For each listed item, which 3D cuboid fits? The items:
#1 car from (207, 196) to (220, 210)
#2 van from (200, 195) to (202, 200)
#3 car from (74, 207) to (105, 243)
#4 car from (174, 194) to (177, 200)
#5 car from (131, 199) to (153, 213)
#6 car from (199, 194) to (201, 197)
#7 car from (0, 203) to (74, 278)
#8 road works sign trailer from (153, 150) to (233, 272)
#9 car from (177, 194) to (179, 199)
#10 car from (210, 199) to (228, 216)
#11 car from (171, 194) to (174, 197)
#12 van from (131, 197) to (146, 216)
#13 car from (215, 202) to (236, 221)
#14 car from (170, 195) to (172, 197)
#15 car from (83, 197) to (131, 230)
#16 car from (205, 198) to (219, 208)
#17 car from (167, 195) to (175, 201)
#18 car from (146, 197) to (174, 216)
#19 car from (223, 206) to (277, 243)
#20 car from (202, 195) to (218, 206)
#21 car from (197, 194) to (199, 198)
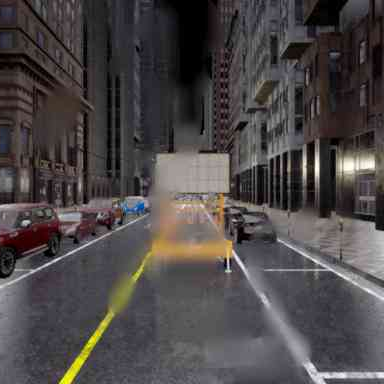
[{"bbox_3d":[2.845,1.449,32.674,1.967,1.590,4.097,0,0,0],"label":"car"},{"bbox_3d":[2.915,1.370,60.685,1.690,1.788,3.998,0,0,0],"label":"van"},{"bbox_3d":[-5.722,1.584,15.876,1.802,1.307,4.206,0,0,0],"label":"car"},{"bbox_3d":[-5.555,1.600,83.097,2.008,1.369,4.403,0,0,0],"label":"car"},{"bbox_3d":[-5.667,1.537,38.113,1.752,1.417,4.829,0,0,0],"label":"car"},{"bbox_3d":[2.942,1.620,71.889,1.802,1.307,4.206,0,0,0],"label":"car"},{"bbox_3d":[-5.735,1.316,10.275,2.192,1.841,5.009,0,0,0],"label":"car"},{"bbox_3d":[0.025,0.465,10.726,2.380,3.560,2.880,0,0,0],"label":"road works sign trailer"},{"bbox_3d":[-5.527,1.605,94.300,1.887,1.381,4.507,0,0,0],"label":"car"},{"bbox_3d":[2.831,1.557,27.072,2.008,1.369,4.403,0,0,0],"label":"car"},{"bbox_3d":[-5.583,1.604,71.894,1.947,1.339,4.313,0,0,0],"label":"car"},{"bbox_3d":[-5.680,1.350,32.681,1.690,1.788,3.998,0,0,0],"label":"van"},{"bbox_3d":[2.817,1.569,21.470,1.947,1.339,4.313,0,0,0],"label":"car"},{"bbox_3d":[-5.597,1.615,66.291,1.802,1.307,4.206,0,0,0],"label":"car"},{"bbox_3d":[-5.707,1.319,21.479,2.192,1.841,5.009,0,0,0],"label":"car"},{"bbox_3d":[2.886,1.602,49.481,1.802,1.307,4.206,0,0,0],"label":"car"},{"bbox_3d":[-5.542,1.580,88.528,1.752,1.417,4.829,0,0,0],"label":"car"},{"bbox_3d":[-3.020,1.513,32.290,1.837,1.490,4.892,0,0,0],"label":"car"},{"bbox_3d":[2.803,1.568,15.868,1.947,1.339,4.313,0,0,0],"label":"car"},{"bbox_3d":[2.873,1.331,43.878,2.192,1.841,5.009,0,0,0],"label":"car"},{"bbox_3d":[2.998,1.605,94.297,1.887,1.381,4.507,0,0,0],"label":"car"}]
